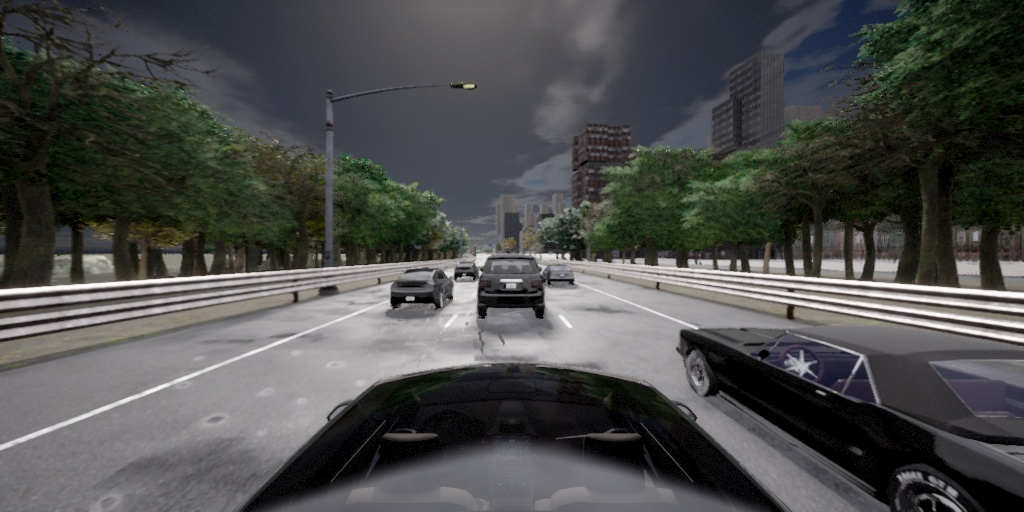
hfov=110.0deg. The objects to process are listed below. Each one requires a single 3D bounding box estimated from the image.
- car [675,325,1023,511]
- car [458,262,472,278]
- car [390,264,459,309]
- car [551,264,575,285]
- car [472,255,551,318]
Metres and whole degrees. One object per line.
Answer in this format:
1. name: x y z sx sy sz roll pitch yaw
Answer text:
1. car: 3.562 1.360 3.620 1.895 1.301 4.718 0 0 -1
2. car: -3.884 1.248 31.129 1.837 1.490 4.892 0 0 -1
3. car: -3.580 1.246 14.917 1.837 1.490 4.892 0 0 -1
4. car: 3.232 1.308 25.929 2.033 1.411 5.357 0 0 -1
5. car: -0.040 0.972 13.211 2.150 2.045 5.566 0 0 0
